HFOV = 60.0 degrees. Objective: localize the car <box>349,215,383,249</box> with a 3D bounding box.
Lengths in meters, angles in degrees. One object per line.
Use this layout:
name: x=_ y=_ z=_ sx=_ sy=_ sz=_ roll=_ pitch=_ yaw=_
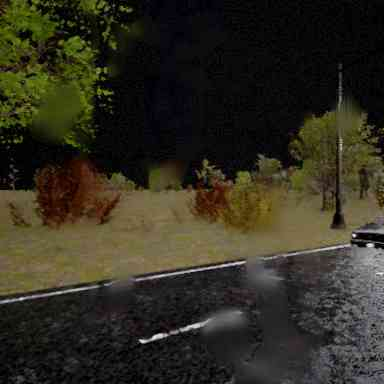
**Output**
car: x=8.790 y=1.595 z=13.873 sx=5.357 sy=1.411 sz=2.033 roll=0 pitch=0 yaw=-35
